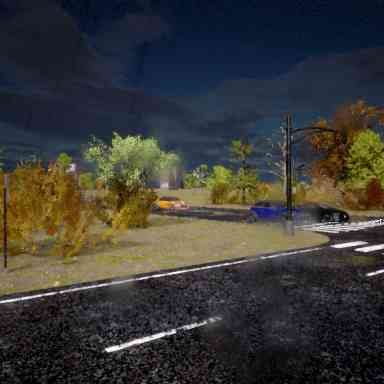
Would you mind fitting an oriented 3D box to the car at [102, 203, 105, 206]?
[{"bbox_3d":[-14.701,1.479,55.635,1.837,1.490,4.892,0,0,-38],"label":"car"}]

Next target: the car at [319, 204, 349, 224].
[{"bbox_3d":[9.457,1.559,24.955,1.994,1.385,4.181,-1,0,-41],"label":"car"}]

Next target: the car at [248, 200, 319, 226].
[{"bbox_3d":[6.134,1.369,23.472,2.097,1.767,4.553,0,0,-35],"label":"car"}]

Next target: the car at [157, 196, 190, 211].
[{"bbox_3d":[-2.289,1.328,39.690,2.097,1.767,4.553,0,0,-38],"label":"car"}]
